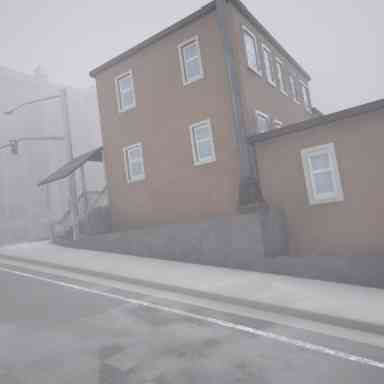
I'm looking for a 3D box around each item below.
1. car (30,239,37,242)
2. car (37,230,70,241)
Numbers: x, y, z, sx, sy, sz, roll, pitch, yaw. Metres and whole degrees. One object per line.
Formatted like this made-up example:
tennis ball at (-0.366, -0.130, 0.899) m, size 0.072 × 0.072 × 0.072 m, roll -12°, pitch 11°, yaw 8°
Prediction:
car at (-11.710, 4.278, 29.080) m, size 1.837 × 1.490 × 4.892 m, roll -12°, pitch -11°, yaw 35°
car at (-8.993, 3.646, 26.475) m, size 2.033 × 1.411 × 5.357 m, roll -11°, pitch -11°, yaw 34°
